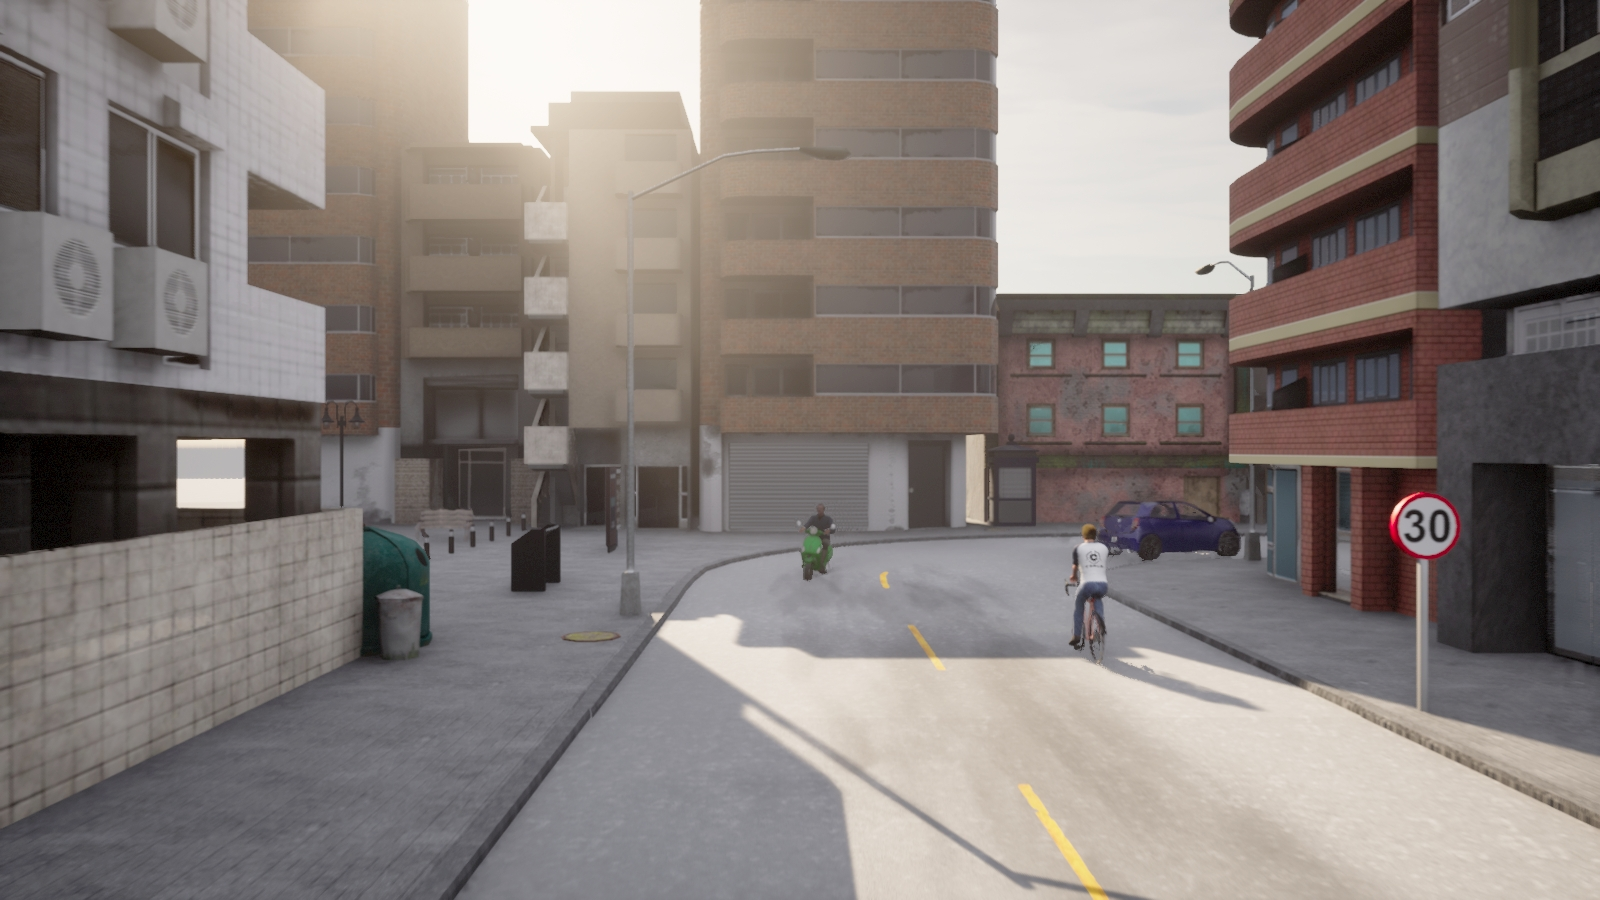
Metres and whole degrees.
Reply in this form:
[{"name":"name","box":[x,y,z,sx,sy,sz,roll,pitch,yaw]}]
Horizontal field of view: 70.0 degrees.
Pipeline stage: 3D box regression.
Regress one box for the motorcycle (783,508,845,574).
[{"name":"motorcycle","box":[0.332,1.945,24.783,0.856,1.236,1.805,3,1,15]}]

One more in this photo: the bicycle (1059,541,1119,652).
[{"name":"bicycle","box":[3.855,1.924,15.321,0.373,1.296,1.643,0,-1,0]}]

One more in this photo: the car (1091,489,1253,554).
[{"name":"car","box":[9.598,1.796,29.504,3.633,1.501,1.845,0,-1,-22]}]
